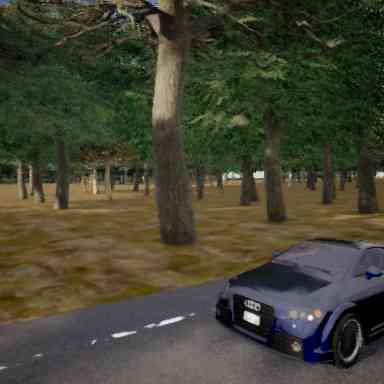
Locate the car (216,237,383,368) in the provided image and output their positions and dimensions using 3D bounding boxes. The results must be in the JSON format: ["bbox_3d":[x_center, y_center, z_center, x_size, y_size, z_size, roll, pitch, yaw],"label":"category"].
[{"bbox_3d":[2.440,1.533,5.731,4.181,1.385,1.994,-1,0,-35],"label":"car"}]
